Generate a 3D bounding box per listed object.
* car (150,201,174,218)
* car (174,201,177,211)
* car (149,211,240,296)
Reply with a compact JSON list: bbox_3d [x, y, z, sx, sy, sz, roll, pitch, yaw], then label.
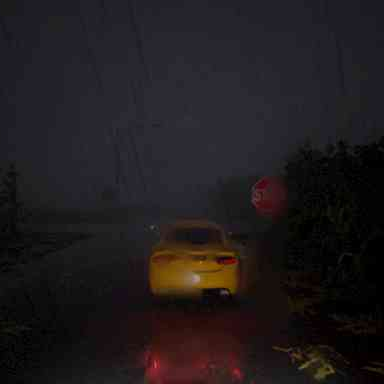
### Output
[{"bbox_3d":[-3.282,1.953,35.475,1.812,1.442,4.674,0,-1,0],"label":"car"},{"bbox_3d":[-3.304,2.153,51.507,1.882,1.535,5.008,0,0,0],"label":"car"},{"bbox_3d":[0.062,1.475,8.676,1.882,1.535,5.008,0,0,0],"label":"car"}]
